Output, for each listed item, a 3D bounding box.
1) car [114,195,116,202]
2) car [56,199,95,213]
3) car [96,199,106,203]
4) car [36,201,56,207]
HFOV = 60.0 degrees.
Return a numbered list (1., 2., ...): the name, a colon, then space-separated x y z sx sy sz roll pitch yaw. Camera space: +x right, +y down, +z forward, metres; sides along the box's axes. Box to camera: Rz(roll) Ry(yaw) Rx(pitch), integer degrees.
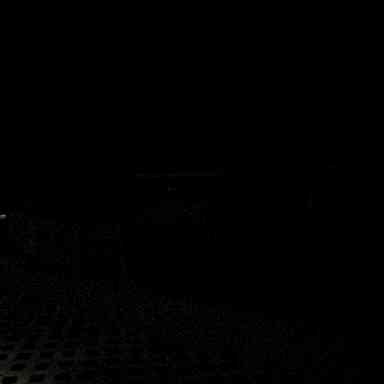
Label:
1. car: -12.493 1.438 59.333 2.150 2.045 5.566 0 0 -2
2. car: -12.651 1.659 36.327 1.994 1.385 4.181 0 0 3
3. car: -15.212 1.736 53.610 1.994 1.385 4.181 0 0 0
4. car: -15.545 1.688 37.185 1.895 1.301 4.718 0 0 3
